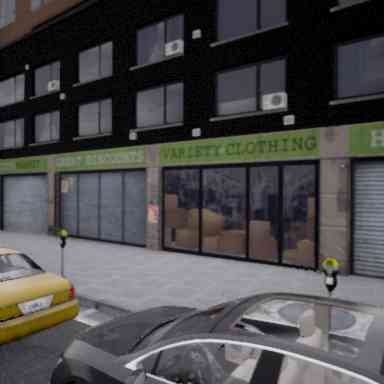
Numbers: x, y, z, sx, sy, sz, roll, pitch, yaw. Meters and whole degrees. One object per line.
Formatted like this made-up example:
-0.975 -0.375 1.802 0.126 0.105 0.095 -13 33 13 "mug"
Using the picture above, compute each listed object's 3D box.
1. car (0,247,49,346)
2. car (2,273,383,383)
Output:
-4.048 1.544 5.981 4.829 1.417 1.752 0 1 36 "car"
0.636 1.553 2.636 4.403 1.369 2.008 0 1 36 "car"
